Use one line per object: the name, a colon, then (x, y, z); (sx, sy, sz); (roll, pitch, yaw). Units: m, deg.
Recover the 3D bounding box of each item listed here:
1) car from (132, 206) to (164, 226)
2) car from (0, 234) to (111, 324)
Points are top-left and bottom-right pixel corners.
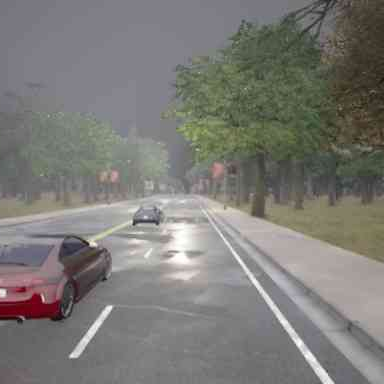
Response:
car: (-3.197, 1.698, 24.876); (1.994, 1.385, 4.181); (0, 0, 0)
car: (-3.158, 1.608, 7.360); (1.994, 1.385, 4.181); (0, 0, 0)
